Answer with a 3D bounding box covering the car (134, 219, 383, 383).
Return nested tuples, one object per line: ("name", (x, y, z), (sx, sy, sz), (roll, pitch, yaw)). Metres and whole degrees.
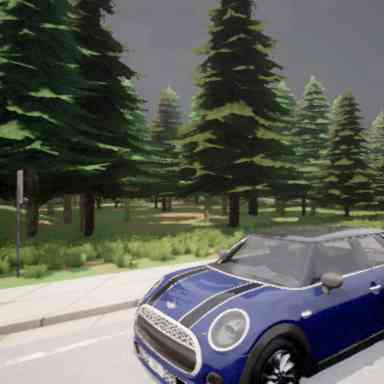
("car", (1.449, 1.347, 4.979), (4.553, 1.767, 2.097), (0, 0, -35))
